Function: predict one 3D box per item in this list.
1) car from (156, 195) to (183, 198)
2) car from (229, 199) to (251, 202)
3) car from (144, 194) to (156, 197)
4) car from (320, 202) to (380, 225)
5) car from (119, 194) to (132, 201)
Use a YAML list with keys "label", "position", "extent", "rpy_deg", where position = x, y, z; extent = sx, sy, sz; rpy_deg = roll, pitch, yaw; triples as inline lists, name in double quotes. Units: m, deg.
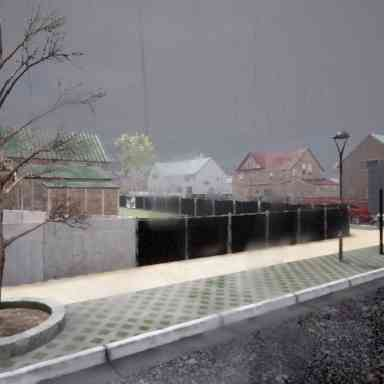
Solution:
- label: "car"
  position: [-2.074, 1.158, 40.931]
  extent: [1.837, 1.490, 4.892]
  rpy_deg: [0, 2, -35]
- label: "car"
  position: [4.521, 1.328, 31.248]
  extent: [2.033, 1.411, 5.357]
  rpy_deg: [0, 1, -34]
- label: "car"
  position: [-6.865, 1.065, 53.184]
  extent: [2.033, 1.411, 5.357]
  rpy_deg: [0, 1, -35]
- label: "car"
  position: [10.242, 1.410, 22.742]
  extent: [1.812, 1.442, 4.674]
  rpy_deg: [0, 1, -32]
- label: "car"
  position: [-12.996, 1.001, 62.175]
  extent: [1.895, 1.301, 4.718]
  rpy_deg: [0, 1, -34]
